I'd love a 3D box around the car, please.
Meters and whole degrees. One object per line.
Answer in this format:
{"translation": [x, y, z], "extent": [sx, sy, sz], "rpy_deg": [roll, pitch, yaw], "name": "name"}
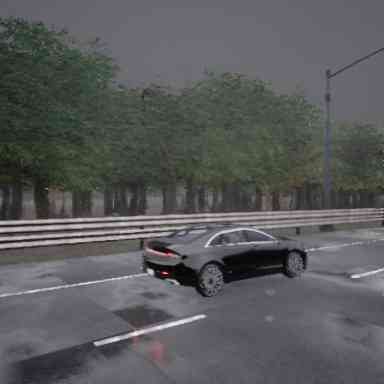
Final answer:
{"translation": [1.041, 1.584, 8.804], "extent": [4.902, 1.511, 2.128], "rpy_deg": [1, -1, -36], "name": "car"}
